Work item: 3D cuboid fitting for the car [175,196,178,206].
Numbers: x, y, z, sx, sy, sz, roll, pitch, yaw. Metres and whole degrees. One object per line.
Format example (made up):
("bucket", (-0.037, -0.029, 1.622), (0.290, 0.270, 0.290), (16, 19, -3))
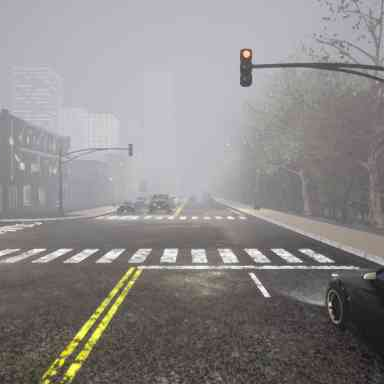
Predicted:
("car", (-3.318, 1.511, 46.280), (1.812, 1.442, 4.674), (0, 0, 0))

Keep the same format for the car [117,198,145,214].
("car", (-6.592, 1.590, 35.338), (1.895, 1.301, 4.718), (0, 0, 1))

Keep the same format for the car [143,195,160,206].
("car", (-6.563, 1.333, 54.222), (2.097, 1.767, 4.553), (0, 0, 0))

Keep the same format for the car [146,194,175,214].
("car", (-3.324, 1.211, 36.290), (2.150, 2.045, 5.566), (0, 0, 0))

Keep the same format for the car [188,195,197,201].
("car", (0.031, 1.342, 76.901), (2.033, 1.411, 5.357), (0, 0, 0))

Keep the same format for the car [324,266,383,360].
("car", (3.350, 1.563, 4.279), (1.994, 1.385, 4.181), (0, 0, 0))

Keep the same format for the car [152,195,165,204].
("car", (-6.517, 1.454, 64.676), (1.882, 1.535, 5.008), (0, 0, 1))

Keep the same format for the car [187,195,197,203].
("car", (0.026, 1.467, 66.482), (2.128, 1.511, 4.902), (0, 0, 0))

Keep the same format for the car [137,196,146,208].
("car", (-6.571, 1.338, 44.249), (2.097, 1.767, 4.553), (0, 0, 0))

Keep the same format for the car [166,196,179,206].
("car", (-3.311, 1.458, 56.524), (1.882, 1.535, 5.008), (0, 0, 0))

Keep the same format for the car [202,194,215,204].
("car", (3.378, 1.578, 64.124), (1.895, 1.301, 4.718), (0, 0, 0))

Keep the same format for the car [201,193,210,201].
("car", (3.283, 1.195, 76.898), (2.150, 2.045, 5.566), (0, 0, 0))
